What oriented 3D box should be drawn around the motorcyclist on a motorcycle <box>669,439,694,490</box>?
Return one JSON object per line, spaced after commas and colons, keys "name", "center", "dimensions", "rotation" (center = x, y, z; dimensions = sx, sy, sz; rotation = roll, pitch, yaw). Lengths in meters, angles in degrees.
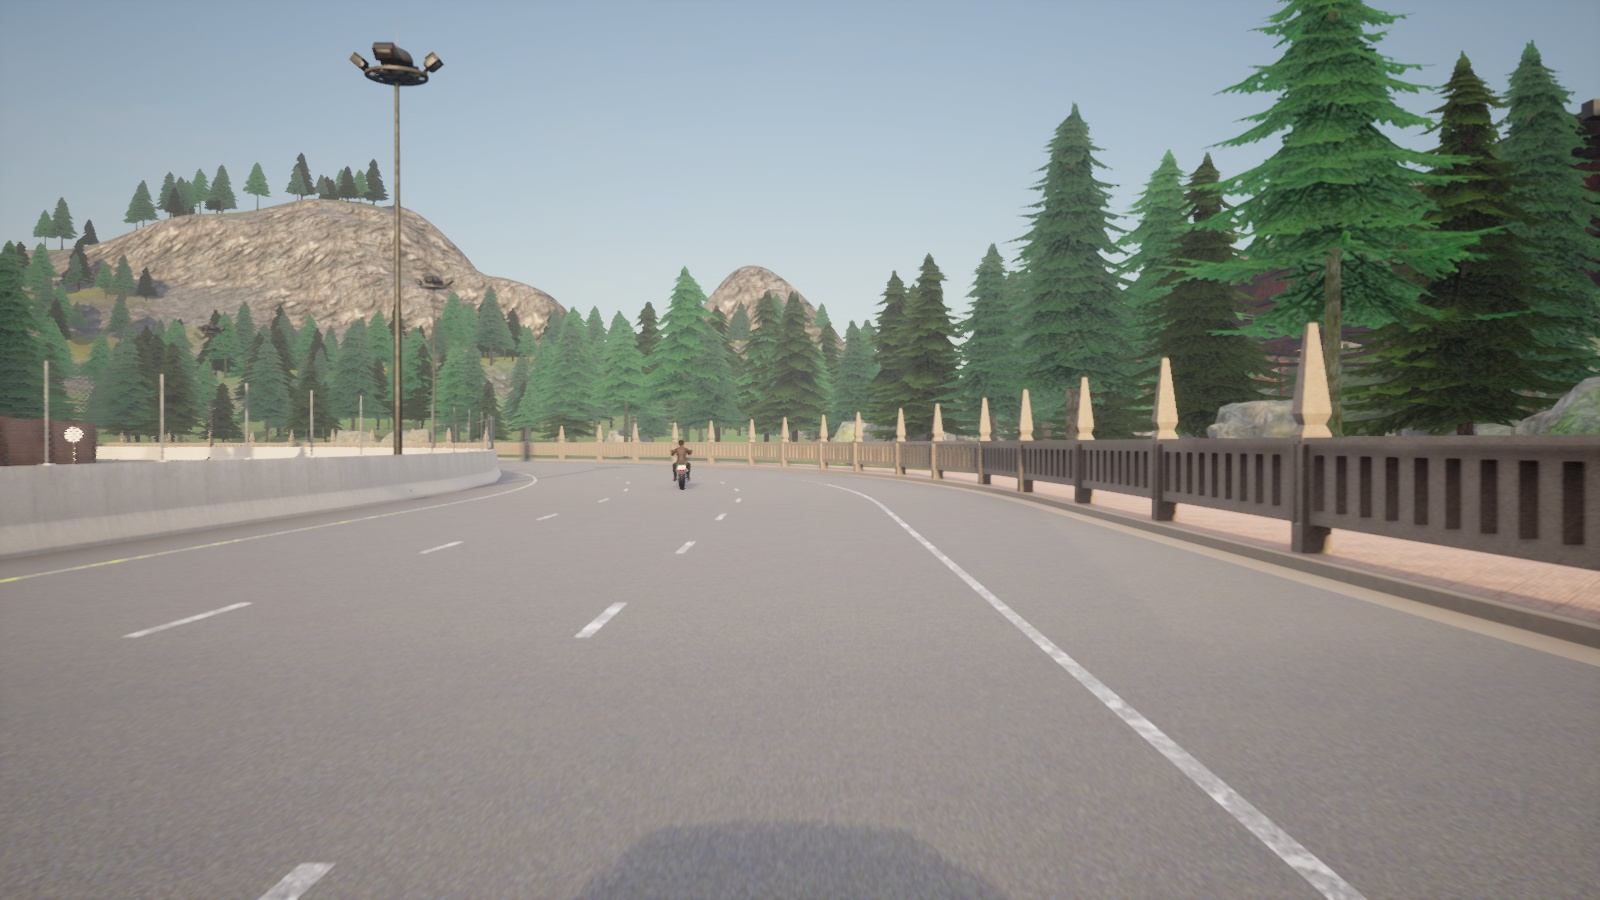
{"name": "motorcyclist on a motorcycle", "center": [-3.929, 0.459, 41.656], "dimensions": [0.766, 1.649, 2.350], "rotation": [-1, 0, -6]}
